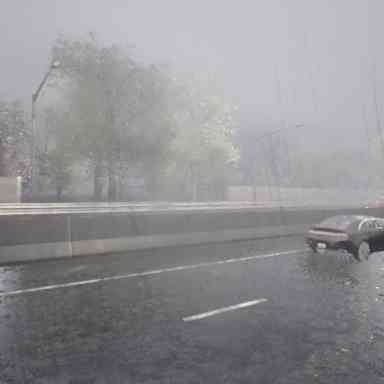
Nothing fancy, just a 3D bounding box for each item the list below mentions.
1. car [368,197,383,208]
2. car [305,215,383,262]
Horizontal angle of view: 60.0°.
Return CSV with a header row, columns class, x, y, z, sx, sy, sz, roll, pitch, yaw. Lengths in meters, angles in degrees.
class,x,y,z,sx,sy,sz,roll,pitch,yaw
car,32.518,1.932,57.179,5.566,2.045,2.150,1,0,-35
car,6.391,1.632,12.672,4.902,1.511,2.128,1,0,-35
